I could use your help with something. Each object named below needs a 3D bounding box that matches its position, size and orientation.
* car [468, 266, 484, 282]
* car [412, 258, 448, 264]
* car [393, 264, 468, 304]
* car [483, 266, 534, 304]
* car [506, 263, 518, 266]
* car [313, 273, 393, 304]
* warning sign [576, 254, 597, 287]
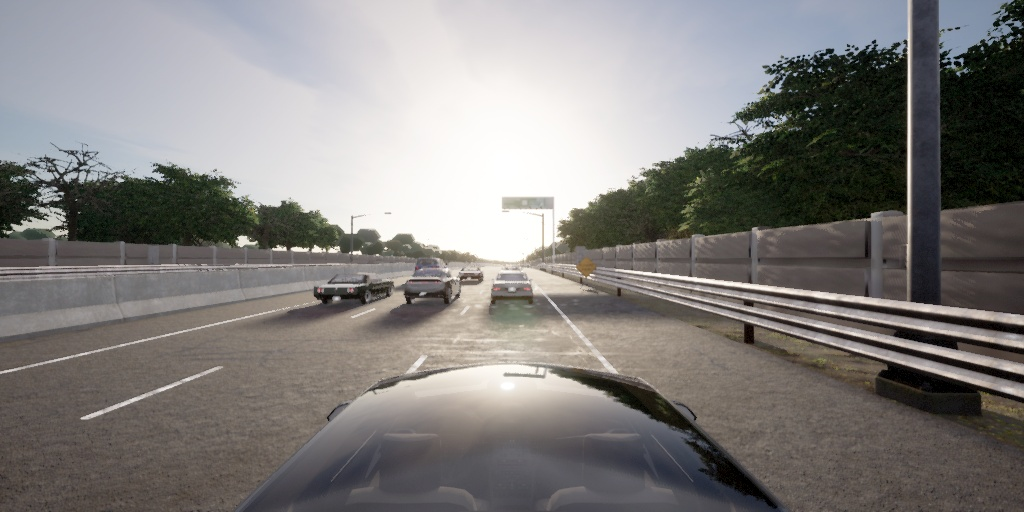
[{"bbox_3d":[-3.500,1.546,31.535,1.895,1.301,4.718,0,-1,0],"label":"car"},{"bbox_3d":[-7.000,1.188,31.539,2.150,2.045,5.566,0,-1,0],"label":"car"},{"bbox_3d":[-3.500,1.295,16.503,2.128,1.511,4.902,0,0,0],"label":"car"},{"bbox_3d":[0.000,1.363,16.503,2.033,1.411,5.357,0,0,0],"label":"car"},{"bbox_3d":[0.000,1.502,31.505,1.994,1.385,4.181,0,-1,0],"label":"car"},{"bbox_3d":[-7.000,1.416,16.532,1.895,1.301,4.718,0,0,0],"label":"car"},{"bbox_3d":[4.550,0.950,21.907,1.300,1.860,1.060,0,0,0],"label":"warning sign"}]
